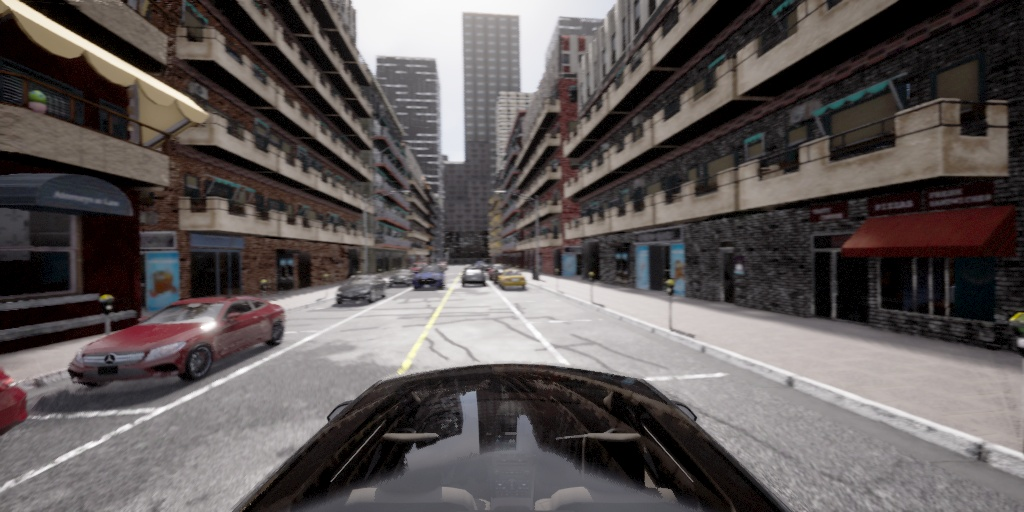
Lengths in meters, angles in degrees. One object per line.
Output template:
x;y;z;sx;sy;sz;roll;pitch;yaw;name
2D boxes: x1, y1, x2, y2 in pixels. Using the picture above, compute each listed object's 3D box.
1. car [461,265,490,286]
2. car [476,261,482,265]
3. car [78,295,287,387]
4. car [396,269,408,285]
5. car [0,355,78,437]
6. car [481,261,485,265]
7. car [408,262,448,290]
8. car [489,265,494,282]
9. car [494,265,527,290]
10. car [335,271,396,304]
-3.104;1.662;28.976;1.994;1.385;4.181;-1;-1;-7;car
-5.081;1.816;45.298;1.837;1.490;4.892;-1;0;-7;car
-6.323;1.514;7.477;1.802;1.307;4.207;0;0;-7;car
-9.011;1.769;29.722;2.007;1.370;4.403;0;0;-7;car
-5.651;1.442;1.916;1.802;1.307;4.207;0;0;-7;car
-4.048;1.997;58.506;1.948;1.339;4.313;0;0;-7;car
-5.983;1.476;26.378;2.097;1.767;4.553;-1;-1;-7;car
-0.689;1.636;30.701;1.948;1.339;4.313;0;0;-7;car
-0.037;1.524;25.308;1.751;1.417;4.829;0;0;-7;car
-7.667;1.626;18.600;2.007;1.370;4.403;0;0;-7;car
